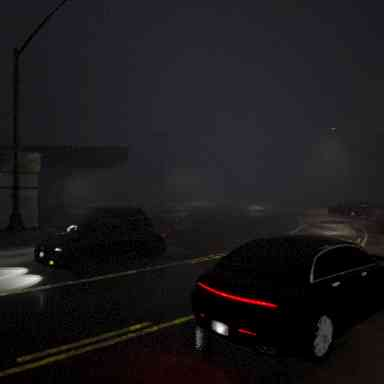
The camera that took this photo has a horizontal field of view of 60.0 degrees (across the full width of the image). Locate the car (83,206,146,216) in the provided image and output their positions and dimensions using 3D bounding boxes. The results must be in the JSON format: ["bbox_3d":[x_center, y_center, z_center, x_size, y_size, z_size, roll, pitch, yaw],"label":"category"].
[{"bbox_3d":[-3.878,1.439,14.742,2.097,1.767,4.553,0,0,45],"label":"car"}]

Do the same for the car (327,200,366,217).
[{"bbox_3d":[15.289,1.764,33.560,1.895,1.301,4.718,0,0,4],"label":"car"}]

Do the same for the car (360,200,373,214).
[{"bbox_3d":[18.764,1.674,38.054,2.128,1.511,4.902,0,0,1],"label":"car"}]

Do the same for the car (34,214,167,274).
[{"bbox_3d":[-2.868,1.631,10.970,4.181,1.385,1.994,0,0,-42],"label":"car"}]

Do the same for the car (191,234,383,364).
[{"bbox_3d":[2.164,1.537,6.004,4.892,1.490,1.837,0,0,-42],"label":"car"}]
